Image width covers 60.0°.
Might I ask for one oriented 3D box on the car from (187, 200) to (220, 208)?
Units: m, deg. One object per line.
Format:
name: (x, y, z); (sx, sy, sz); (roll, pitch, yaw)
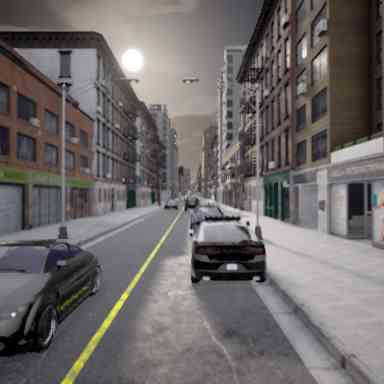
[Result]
car: (0.919, 1.541, 19.990); (2.097, 1.767, 4.553); (0, -1, 0)

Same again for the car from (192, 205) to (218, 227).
car: (0.927, 1.771, 26.018); (1.812, 1.442, 4.674); (0, -1, 0)

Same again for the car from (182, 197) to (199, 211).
car: (0.050, 1.648, 47.019); (2.150, 2.045, 5.566); (0, 0, 0)

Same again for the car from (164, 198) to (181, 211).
car: (-3.039, 1.921, 49.133); (1.882, 1.535, 5.008); (0, -1, 0)

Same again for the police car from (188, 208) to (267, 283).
police car: (0.910, 1.523, 10.130); (1.930, 1.638, 5.238); (0, -1, 0)

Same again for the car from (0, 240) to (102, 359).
car: (-3.095, 1.623, 6.111); (1.994, 1.385, 4.181); (0, -1, 0)
